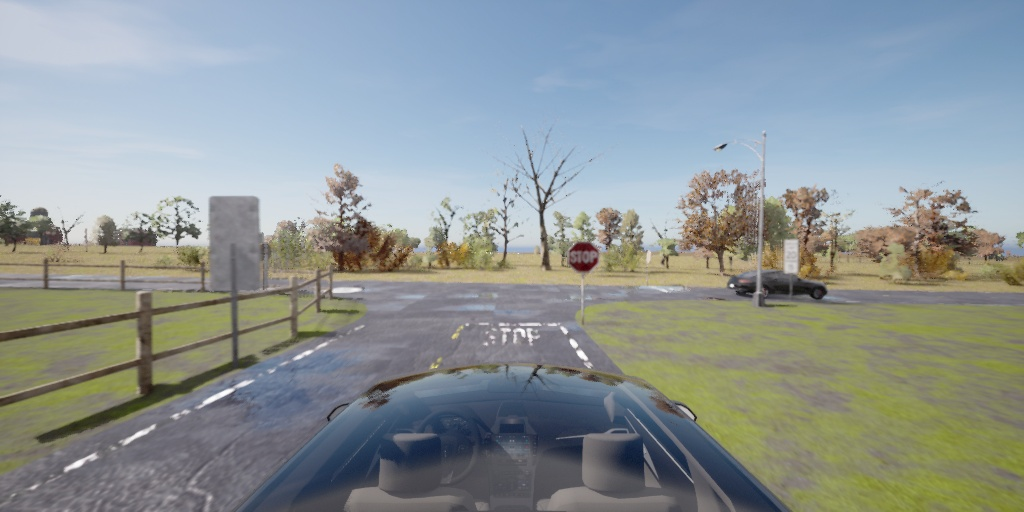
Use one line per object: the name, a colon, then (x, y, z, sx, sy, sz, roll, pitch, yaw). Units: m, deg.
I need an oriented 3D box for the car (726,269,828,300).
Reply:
car: (13.913, 1.441, 18.948, 4.674, 1.442, 1.812, 1, 1, 0)
